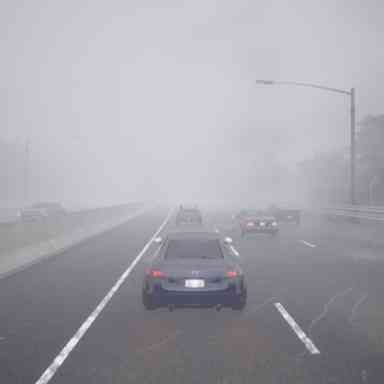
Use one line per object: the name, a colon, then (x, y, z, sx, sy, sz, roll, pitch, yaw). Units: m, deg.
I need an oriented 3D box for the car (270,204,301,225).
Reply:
car: (6.722, 1.625, 25.555, 1.882, 1.535, 5.008, 0, -1, -2)

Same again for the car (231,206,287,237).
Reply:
car: (3.376, 1.625, 18.568, 2.033, 1.411, 5.357, 0, -1, -1)

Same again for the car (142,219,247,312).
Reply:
car: (0.032, 1.569, 7.804, 1.994, 1.385, 4.181, 0, 0, 0)

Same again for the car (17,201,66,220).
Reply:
car: (-10.960, 1.492, 24.530, 2.097, 1.767, 4.553, 0, -1, -1)

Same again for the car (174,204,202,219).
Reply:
car: (-0.256, 1.630, 24.613, 2.128, 1.511, 4.902, 0, -1, -1)
